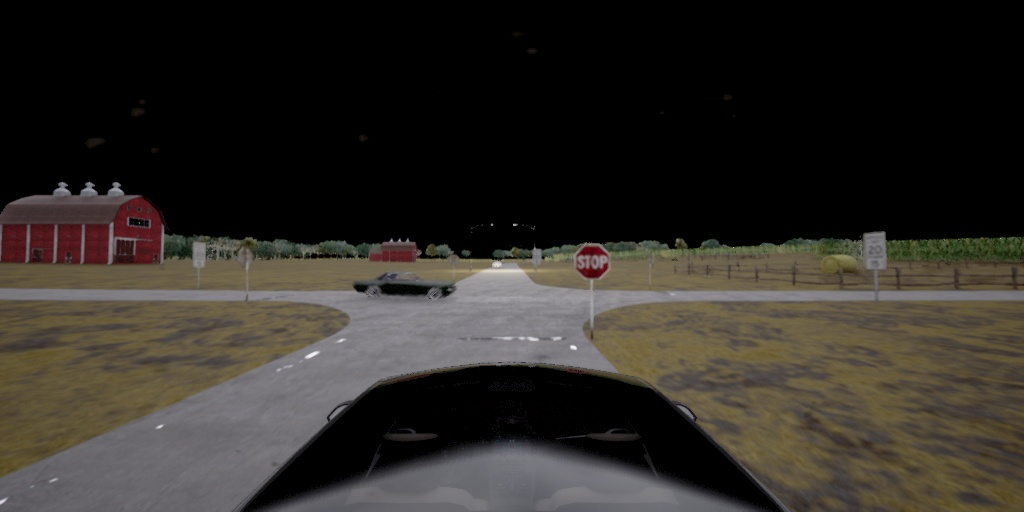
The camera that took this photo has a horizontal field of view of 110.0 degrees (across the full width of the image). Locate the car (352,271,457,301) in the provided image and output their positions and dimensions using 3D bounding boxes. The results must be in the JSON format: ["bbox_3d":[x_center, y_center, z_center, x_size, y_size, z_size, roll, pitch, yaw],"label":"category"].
[{"bbox_3d":[-5.145,1.429,17.724,4.718,1.301,1.895,2,-1,0],"label":"car"}]
